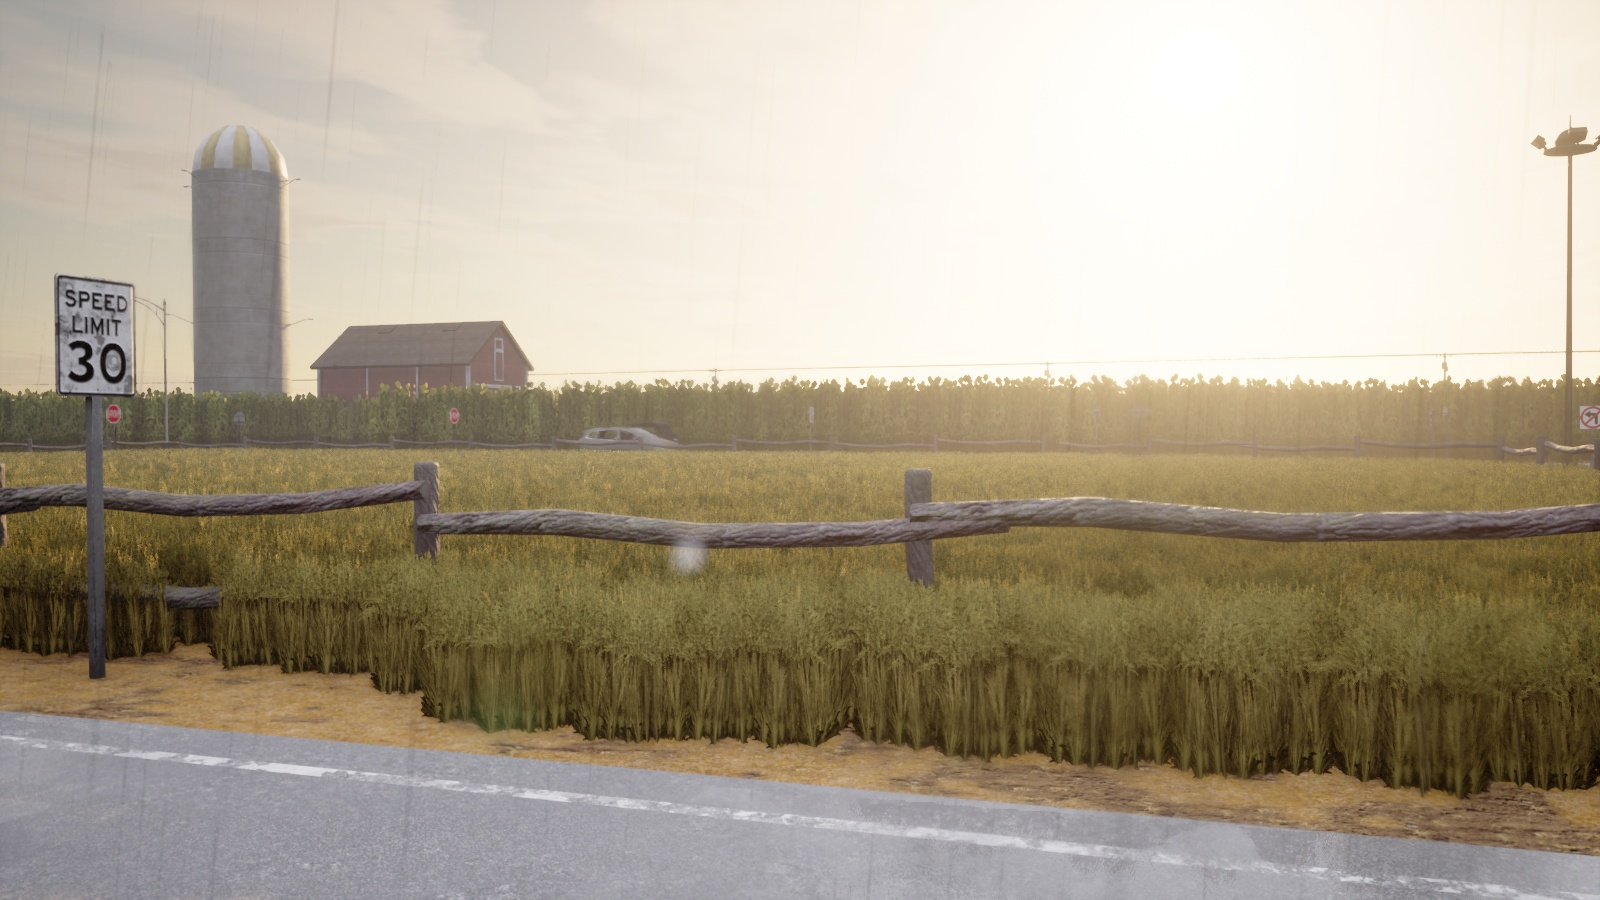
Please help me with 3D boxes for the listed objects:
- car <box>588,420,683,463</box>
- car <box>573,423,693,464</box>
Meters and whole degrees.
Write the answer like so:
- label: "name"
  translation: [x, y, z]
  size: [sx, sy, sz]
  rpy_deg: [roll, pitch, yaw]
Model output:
- label: "car"
  translation: [-7.549, -0.405, 57.626]
  size: [3.866, 1.878, 1.905]
  rpy_deg: [1, 1, 19]
- label: "car"
  translation: [-7.214, -0.292, 54.227]
  size: [4.611, 1.667, 2.242]
  rpy_deg: [1, 1, 19]
